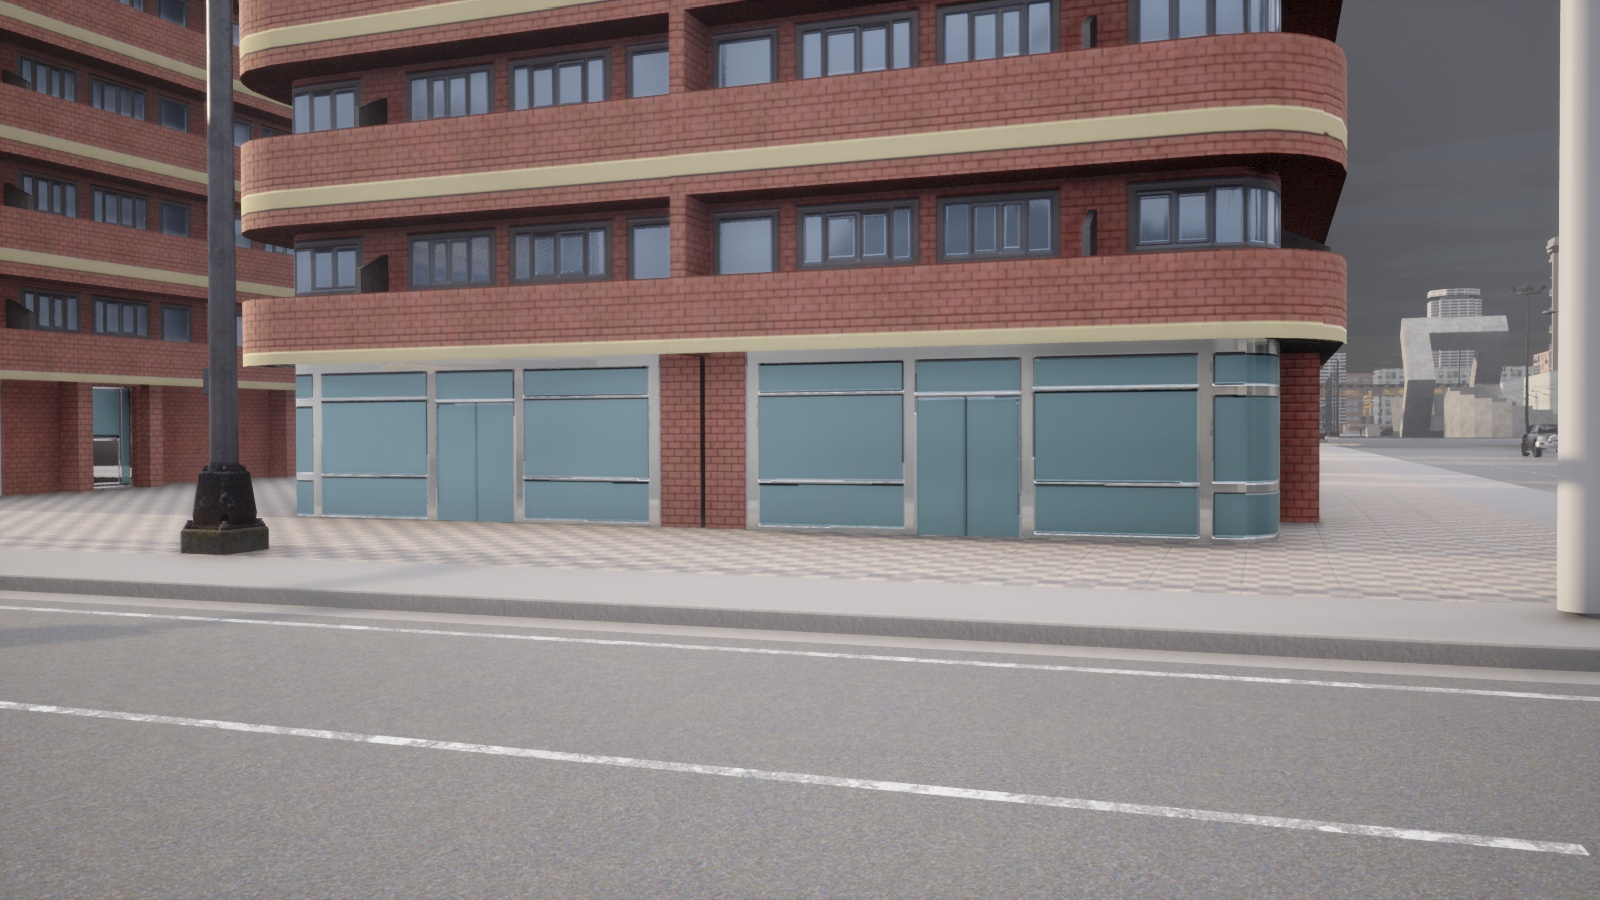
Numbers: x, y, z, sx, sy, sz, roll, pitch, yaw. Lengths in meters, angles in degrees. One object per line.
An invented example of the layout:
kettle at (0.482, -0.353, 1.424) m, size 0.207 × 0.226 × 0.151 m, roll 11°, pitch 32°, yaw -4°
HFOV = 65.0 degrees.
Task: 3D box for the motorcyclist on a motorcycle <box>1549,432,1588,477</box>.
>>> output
motorcyclist on a motorcycle at (28.145, 0.149, 46.012) m, size 0.866 × 1.590 × 1.817 m, roll 1°, pitch 1°, yaw 20°

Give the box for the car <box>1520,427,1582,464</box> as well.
car at (38.722, -0.250, 64.849) m, size 1.932 × 1.855 × 4.605 m, roll 1°, pitch 1°, yaw 20°
